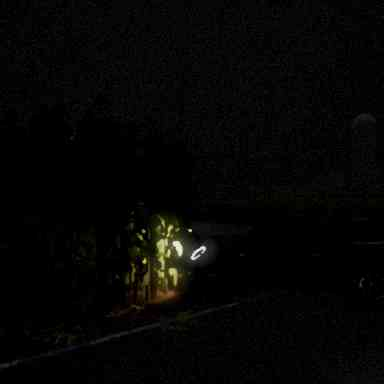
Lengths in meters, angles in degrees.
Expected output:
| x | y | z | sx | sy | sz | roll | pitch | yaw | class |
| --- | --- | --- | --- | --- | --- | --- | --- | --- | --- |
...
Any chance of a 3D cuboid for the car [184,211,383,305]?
| x | y | z | sx | sy | sz | roll | pitch | yaw | class |
| --- | --- | --- | --- | --- | --- | --- | --- | --- | --- |
| 2.111 | 1.320 | 7.730 | 4.553 | 1.767 | 2.097 | 0 | 0 | 9 | car |
